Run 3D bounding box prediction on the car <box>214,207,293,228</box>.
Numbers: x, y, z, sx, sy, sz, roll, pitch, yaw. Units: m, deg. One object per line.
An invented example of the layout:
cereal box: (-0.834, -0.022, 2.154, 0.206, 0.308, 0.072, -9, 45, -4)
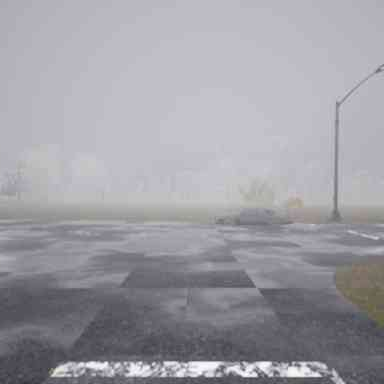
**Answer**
car: (4.216, 1.751, 23.222, 5.357, 1.411, 2.033, 1, 0, 0)
